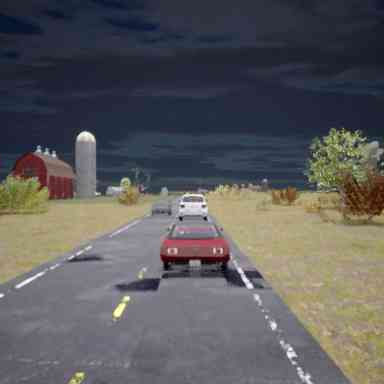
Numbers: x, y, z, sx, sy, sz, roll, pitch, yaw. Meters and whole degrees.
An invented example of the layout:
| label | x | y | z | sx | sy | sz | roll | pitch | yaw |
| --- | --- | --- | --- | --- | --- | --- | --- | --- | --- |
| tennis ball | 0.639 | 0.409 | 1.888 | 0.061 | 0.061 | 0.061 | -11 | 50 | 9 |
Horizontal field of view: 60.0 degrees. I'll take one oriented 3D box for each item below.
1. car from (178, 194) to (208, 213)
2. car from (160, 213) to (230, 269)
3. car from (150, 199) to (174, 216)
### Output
| label | x | y | z | sx | sy | sz | roll | pitch | yaw |
| --- | --- | --- | --- | --- | --- | --- | --- | --- | --- |
| car | 0.089 | 1.199 | 26.952 | 2.150 | 2.045 | 5.566 | 0 | 0 | 0 |
| car | 0.090 | 1.590 | 11.041 | 1.895 | 1.301 | 4.718 | 0 | 0 | 0 |
| car | -2.853 | 1.478 | 32.119 | 1.837 | 1.490 | 4.892 | 0 | 0 | 0 |
